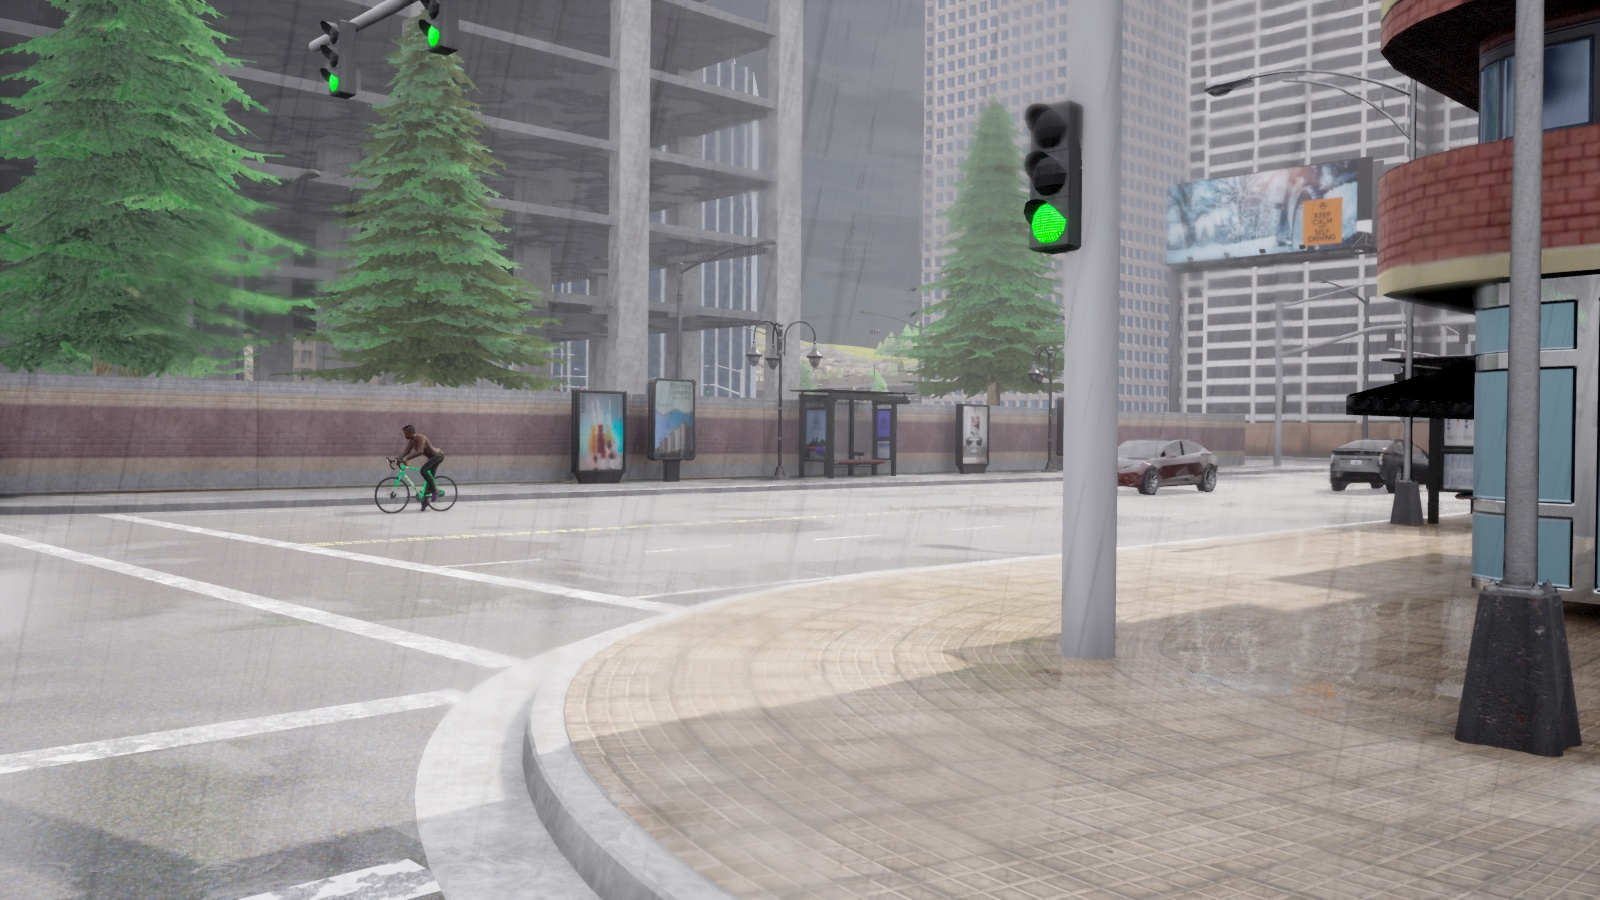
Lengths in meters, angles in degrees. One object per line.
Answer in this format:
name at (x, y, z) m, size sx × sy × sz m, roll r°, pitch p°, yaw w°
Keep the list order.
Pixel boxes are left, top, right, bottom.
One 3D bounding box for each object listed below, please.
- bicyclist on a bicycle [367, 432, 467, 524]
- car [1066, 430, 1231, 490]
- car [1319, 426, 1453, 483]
bicyclist on a bicycle at (-7.053, 0.487, 23.169) m, size 1.656 × 1.620 × 0.582 m, roll -2°, pitch 1°, yaw -44°
car at (9.520, 0.235, 34.085) m, size 4.792 × 1.488 × 2.163 m, roll -1°, pitch 1°, yaw -44°
car at (17.030, 0.082, 36.404) m, size 4.514 × 1.525 × 2.007 m, roll -1°, pitch 1°, yaw -44°
